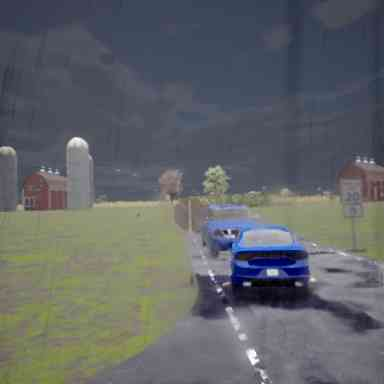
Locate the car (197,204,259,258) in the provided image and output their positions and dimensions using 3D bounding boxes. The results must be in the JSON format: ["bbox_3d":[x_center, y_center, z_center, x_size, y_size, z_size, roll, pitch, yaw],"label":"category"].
[{"bbox_3d":[1.684,1.608,15.098,2.150,2.045,5.566,-2,-1,-4],"label":"car"}]

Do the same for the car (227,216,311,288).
[{"bbox_3d":[2.169,1.705,9.914,1.882,1.535,5.008,-2,-2,8],"label":"car"}]
